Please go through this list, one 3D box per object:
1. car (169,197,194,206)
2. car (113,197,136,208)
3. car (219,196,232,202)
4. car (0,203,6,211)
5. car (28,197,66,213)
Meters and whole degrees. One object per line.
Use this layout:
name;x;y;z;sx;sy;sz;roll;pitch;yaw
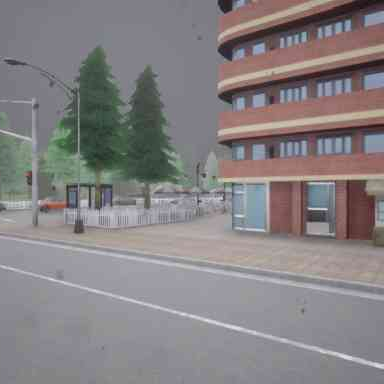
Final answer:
car;-1.598;1.508;52.793;4.181;1.385;1.994;0;0;-42
car;-10.315;1.436;48.096;2.128;1.511;4.902;0;0;38
car;7.274;1.509;63.302;4.181;1.385;1.994;0;0;-26
car;-21.372;1.492;32.800;2.033;1.411;5.357;0;0;35
car;-15.024;1.297;35.683;2.097;1.767;4.553;0;0;36
